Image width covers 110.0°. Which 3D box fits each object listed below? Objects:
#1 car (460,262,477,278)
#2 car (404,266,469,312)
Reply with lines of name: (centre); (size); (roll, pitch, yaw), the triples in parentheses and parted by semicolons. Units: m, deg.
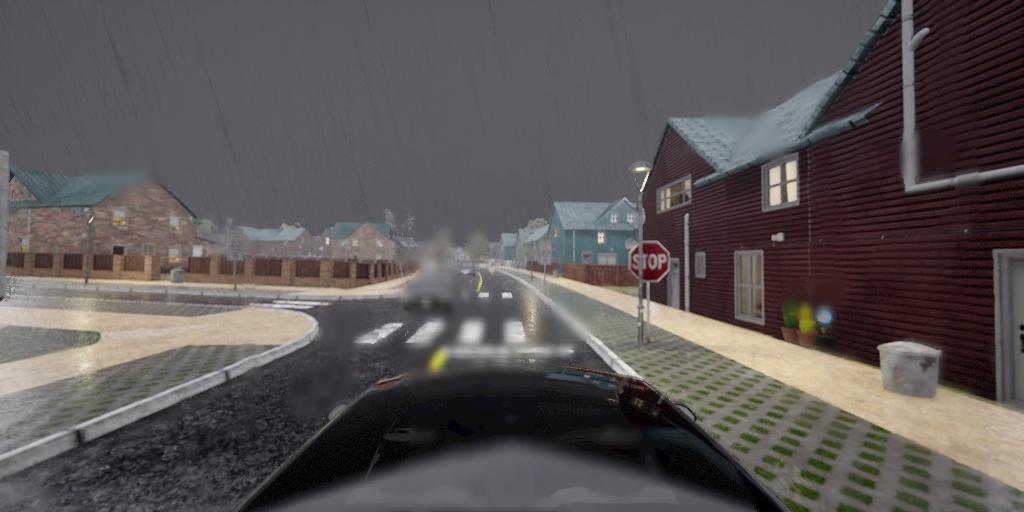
car: (-4.660, 1.421, 37.263); (2.128, 1.511, 4.902); (0, 0, -6)
car: (-3.039, 1.347, 14.761); (1.837, 1.490, 4.892); (0, 0, -2)
